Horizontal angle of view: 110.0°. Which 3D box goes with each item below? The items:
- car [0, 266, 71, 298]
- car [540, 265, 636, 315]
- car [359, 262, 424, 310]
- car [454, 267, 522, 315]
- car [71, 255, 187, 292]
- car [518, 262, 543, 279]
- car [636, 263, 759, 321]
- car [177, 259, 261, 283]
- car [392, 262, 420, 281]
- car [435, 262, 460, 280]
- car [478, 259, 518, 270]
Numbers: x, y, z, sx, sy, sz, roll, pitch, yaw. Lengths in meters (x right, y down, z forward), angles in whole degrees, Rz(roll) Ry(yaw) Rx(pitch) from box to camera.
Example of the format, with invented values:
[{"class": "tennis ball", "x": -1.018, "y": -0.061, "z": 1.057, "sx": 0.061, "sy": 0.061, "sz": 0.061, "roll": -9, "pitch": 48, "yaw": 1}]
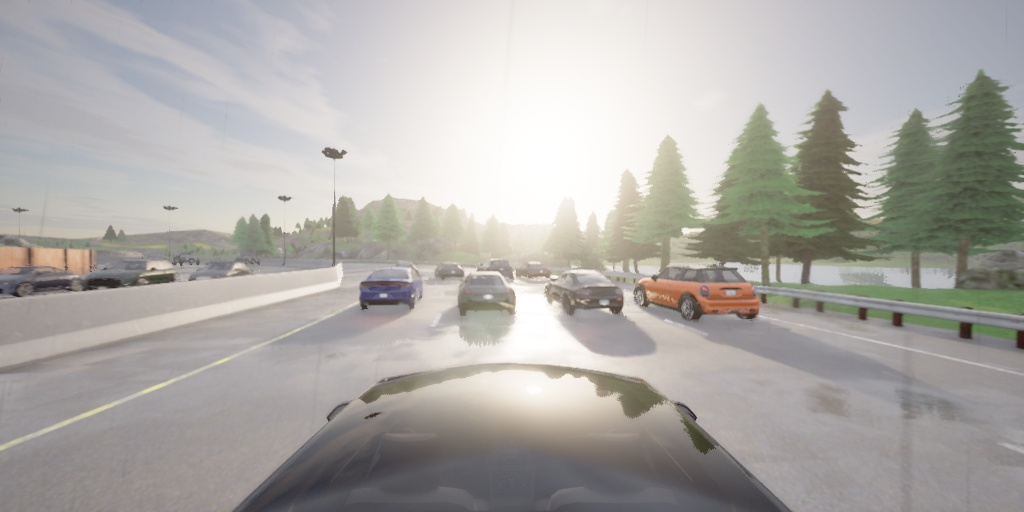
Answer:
[{"class": "car", "x": -23.323, "y": 1.188, "z": 17.183, "sx": 1.994, "sy": 1.385, "sz": 4.181, "roll": 0, "pitch": 0, "yaw": -16}, {"class": "car", "x": 2.534, "y": 1.245, "z": 13.288, "sx": 1.812, "sy": 1.442, "sz": 4.674, "roll": 0, "pitch": 0, "yaw": -8}, {"class": "car", "x": -4.709, "y": 1.170, "z": 14.531, "sx": 1.882, "sy": 1.535, "sz": 5.008, "roll": 0, "pitch": 0, "yaw": -9}, {"class": "car", "x": -1.023, "y": 1.271, "z": 13.484, "sx": 1.994, "sy": 1.385, "sz": 4.181, "roll": 0, "pitch": 0, "yaw": -8}, {"class": "car", "x": -20.332, "y": 0.978, "z": 19.389, "sx": 2.097, "sy": 1.767, "sz": 4.553, "roll": 0, "pitch": 0, "yaw": -17}, {"class": "car", "x": 1.736, "y": 1.220, "z": 31.044, "sx": 1.994, "sy": 1.385, "sz": 4.181, "roll": 0, "pitch": 0, "yaw": -19}, {"class": "car", "x": 6.119, "y": 1.085, "z": 12.554, "sx": 2.097, "sy": 1.767, "sz": 4.553, "roll": 0, "pitch": 0, "yaw": -7}, {"class": "car", "x": -17.374, "y": 1.119, "z": 21.675, "sx": 2.128, "sy": 1.511, "sz": 4.902, "roll": 0, "pitch": 0, "yaw": -18}, {"class": "car", "x": -8.785, "y": 1.193, "z": 29.447, "sx": 1.994, "sy": 1.385, "sz": 4.181, "roll": 0, "pitch": 0, "yaw": -20}, {"class": "car", "x": -5.257, "y": 1.202, "z": 29.939, "sx": 1.994, "sy": 1.385, "sz": 4.181, "roll": 0, "pitch": 0, "yaw": -19}, {"class": "car", "x": -1.475, "y": 1.003, "z": 29.659, "sx": 2.097, "sy": 1.767, "sz": 4.553, "roll": 0, "pitch": 0, "yaw": -19}]
